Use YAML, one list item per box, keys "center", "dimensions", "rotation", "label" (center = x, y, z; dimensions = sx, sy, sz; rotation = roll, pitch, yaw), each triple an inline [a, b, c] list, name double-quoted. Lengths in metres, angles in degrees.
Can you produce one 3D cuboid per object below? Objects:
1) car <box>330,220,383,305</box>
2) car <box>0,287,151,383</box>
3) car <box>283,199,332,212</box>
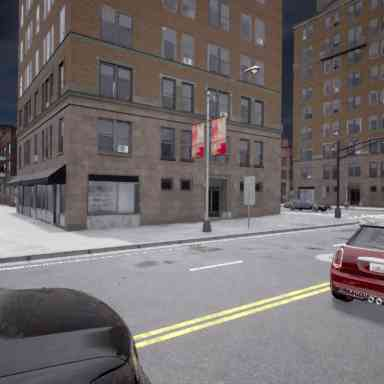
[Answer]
- center: [4.991, 1.355, 7.085]
  dimensions: [4.553, 1.767, 2.097]
  rotation: [0, 0, -36]
  label: "car"
- center: [-2.828, 1.221, 1.419]
  dimensions: [5.566, 2.045, 2.150]
  rotation: [0, 0, -36]
  label: "car"
- center: [12.877, 1.469, 37.443]
  dimensions: [2.033, 1.411, 5.357]
  rotation: [1, 0, -36]
  label: "car"
